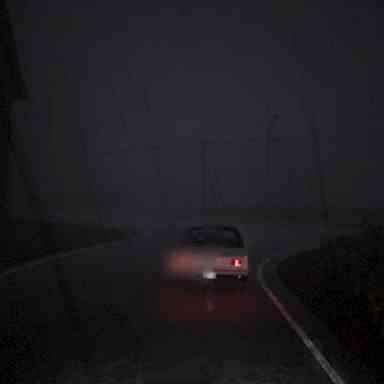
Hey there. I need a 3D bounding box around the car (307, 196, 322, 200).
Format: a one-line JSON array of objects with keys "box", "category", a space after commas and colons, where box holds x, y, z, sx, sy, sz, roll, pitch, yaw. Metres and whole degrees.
[{"box": [31.787, 1.851, 85.737, 4.193, 1.474, 1.816, 0, 0, 3], "category": "car"}]

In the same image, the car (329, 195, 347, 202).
[{"box": [31.705, 1.604, 72.244, 3.866, 1.878, 1.905, 0, 0, 3], "category": "car"}]

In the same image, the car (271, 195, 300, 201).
[{"box": [17.976, 1.563, 62.704, 4.605, 1.855, 1.932, 0, 0, 3], "category": "car"}]

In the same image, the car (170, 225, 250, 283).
[{"box": [0.655, 1.641, 9.874, 1.895, 1.301, 4.718, 0, 0, 6], "category": "car"}]

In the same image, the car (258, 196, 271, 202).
[{"box": [18.879, 1.863, 85.165, 3.905, 1.438, 1.784, 0, 0, 3], "category": "car"}]
